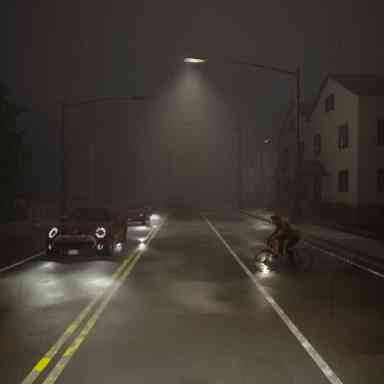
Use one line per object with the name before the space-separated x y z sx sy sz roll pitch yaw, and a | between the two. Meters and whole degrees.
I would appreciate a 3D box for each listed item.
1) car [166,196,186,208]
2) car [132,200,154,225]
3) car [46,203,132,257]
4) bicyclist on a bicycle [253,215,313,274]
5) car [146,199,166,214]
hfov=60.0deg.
car | -2.552 1.336 49.070 2.097 1.767 4.553 0 0 -21
car | -4.128 1.525 24.318 1.812 1.442 4.674 0 0 -1
car | -3.874 1.351 12.955 2.097 1.767 4.553 0 0 -1
bicyclist on a bicycle | 2.487 1.451 9.131 1.656 1.620 0.582 -2 0 -1
car | -4.363 1.488 35.826 2.128 1.511 4.902 0 0 -1
